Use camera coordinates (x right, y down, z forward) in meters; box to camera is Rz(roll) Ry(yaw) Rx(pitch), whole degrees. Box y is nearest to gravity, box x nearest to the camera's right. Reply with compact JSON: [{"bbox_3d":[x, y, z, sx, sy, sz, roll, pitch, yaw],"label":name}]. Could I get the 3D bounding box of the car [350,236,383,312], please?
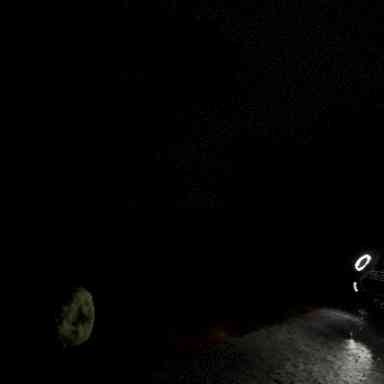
[{"bbox_3d":[5.256,1.355,6.839,4.553,1.767,2.097,0,0,-36],"label":"car"}]
